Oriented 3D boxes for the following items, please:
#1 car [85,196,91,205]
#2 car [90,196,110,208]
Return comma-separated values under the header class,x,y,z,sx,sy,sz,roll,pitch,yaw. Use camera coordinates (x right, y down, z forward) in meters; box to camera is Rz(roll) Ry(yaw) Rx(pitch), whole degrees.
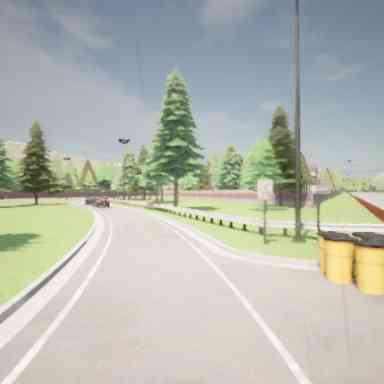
class,x,y,z,sx,sy,sz,roll,pitch,yaw
car,-17.460,1.513,57.881,2.128,1.511,4.902,0,0,-25
car,-13.269,1.537,48.865,1.812,1.442,4.674,0,0,-25
